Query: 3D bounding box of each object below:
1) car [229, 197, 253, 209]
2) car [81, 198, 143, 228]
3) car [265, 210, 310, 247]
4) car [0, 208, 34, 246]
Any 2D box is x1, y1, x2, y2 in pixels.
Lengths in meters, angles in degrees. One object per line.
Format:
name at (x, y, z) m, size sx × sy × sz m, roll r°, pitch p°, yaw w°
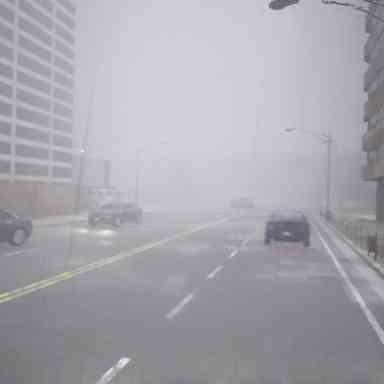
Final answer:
car at (7.017, 1.492, 47.833) m, size 2.097 × 1.767 × 4.553 m, roll 1°, pitch 0°, yaw -15°
car at (-4.835, 1.379, 21.606) m, size 1.837 × 1.490 × 4.892 m, roll 1°, pitch 0°, yaw 17°
car at (4.636, 1.588, 16.081) m, size 1.882 × 1.535 × 5.008 m, roll 1°, pitch 0°, yaw 17°
car at (-7.881, 1.306, 11.712) m, size 1.837 × 1.490 × 4.892 m, roll 1°, pitch 0°, yaw 17°
